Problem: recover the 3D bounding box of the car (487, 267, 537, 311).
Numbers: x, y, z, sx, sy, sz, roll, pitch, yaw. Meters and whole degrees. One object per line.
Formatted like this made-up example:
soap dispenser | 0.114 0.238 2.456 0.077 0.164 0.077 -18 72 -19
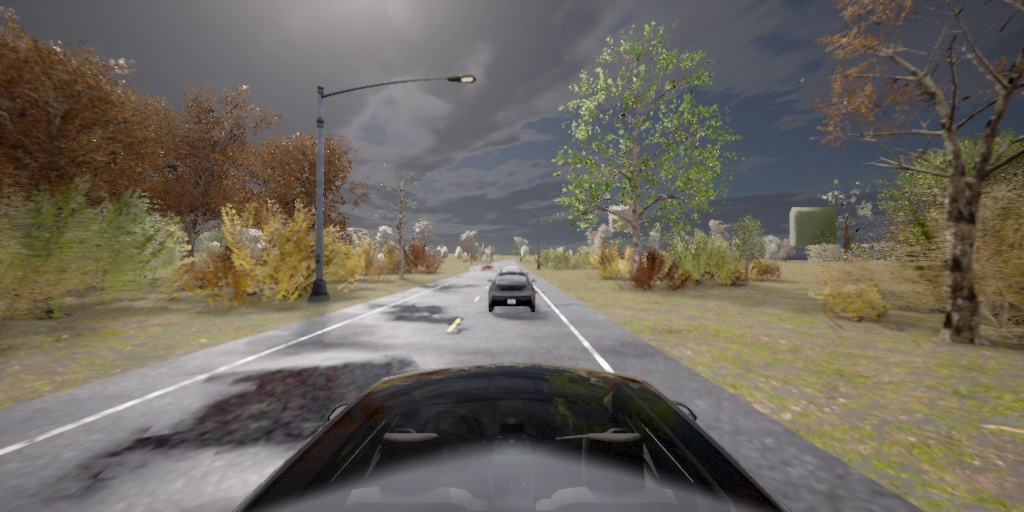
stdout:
car | 0.002 1.405 15.329 1.837 1.490 4.892 0 0 0
